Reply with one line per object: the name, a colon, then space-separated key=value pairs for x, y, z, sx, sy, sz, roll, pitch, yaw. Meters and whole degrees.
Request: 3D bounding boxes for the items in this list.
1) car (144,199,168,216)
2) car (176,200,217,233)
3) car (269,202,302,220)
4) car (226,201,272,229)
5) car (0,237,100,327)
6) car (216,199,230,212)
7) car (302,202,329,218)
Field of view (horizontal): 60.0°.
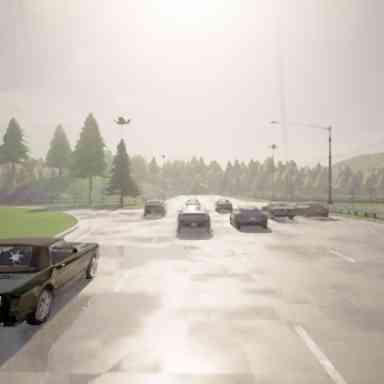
car: x=-3.392 y=1.478 z=31.500 sx=1.837 sy=1.490 sz=4.892 roll=0 pitch=0 yaw=0
car: x=0.105 y=1.475 z=19.702 sx=2.128 sy=1.511 sz=4.902 roll=0 pitch=0 yaw=0
car: x=7.108 y=1.524 z=27.841 sx=2.033 sy=1.411 sz=5.357 roll=0 pitch=0 yaw=0
car: x=3.605 y=1.545 z=21.735 sx=1.994 sy=1.385 sz=4.181 roll=0 pitch=0 yaw=0
car: x=-3.412 y=1.595 z=6.990 sx=1.895 sy=1.301 sz=4.718 roll=0 pitch=0 yaw=0
car: x=3.609 y=1.515 z=38.279 sx=2.033 sy=1.411 sz=5.357 roll=0 pitch=0 yaw=0
car: x=10.609 y=1.538 z=29.874 sx=1.994 sy=1.385 sz=4.181 roll=0 pitch=0 yaw=0
